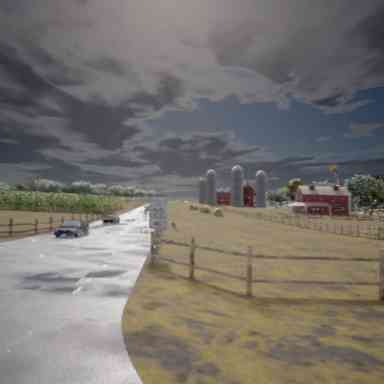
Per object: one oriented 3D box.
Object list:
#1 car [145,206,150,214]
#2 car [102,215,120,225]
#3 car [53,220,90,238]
[{"bbox_3d":[-11.132,4.736,87.729,2.150,2.045,5.566,1,-1,-4],"label":"car"},{"bbox_3d":[-11.477,3.929,47.359,1.895,1.301,4.718,1,-2,-4],"label":"car"},{"bbox_3d":[-10.071,3.068,28.314,2.033,1.411,5.357,1,-3,-4],"label":"car"}]
